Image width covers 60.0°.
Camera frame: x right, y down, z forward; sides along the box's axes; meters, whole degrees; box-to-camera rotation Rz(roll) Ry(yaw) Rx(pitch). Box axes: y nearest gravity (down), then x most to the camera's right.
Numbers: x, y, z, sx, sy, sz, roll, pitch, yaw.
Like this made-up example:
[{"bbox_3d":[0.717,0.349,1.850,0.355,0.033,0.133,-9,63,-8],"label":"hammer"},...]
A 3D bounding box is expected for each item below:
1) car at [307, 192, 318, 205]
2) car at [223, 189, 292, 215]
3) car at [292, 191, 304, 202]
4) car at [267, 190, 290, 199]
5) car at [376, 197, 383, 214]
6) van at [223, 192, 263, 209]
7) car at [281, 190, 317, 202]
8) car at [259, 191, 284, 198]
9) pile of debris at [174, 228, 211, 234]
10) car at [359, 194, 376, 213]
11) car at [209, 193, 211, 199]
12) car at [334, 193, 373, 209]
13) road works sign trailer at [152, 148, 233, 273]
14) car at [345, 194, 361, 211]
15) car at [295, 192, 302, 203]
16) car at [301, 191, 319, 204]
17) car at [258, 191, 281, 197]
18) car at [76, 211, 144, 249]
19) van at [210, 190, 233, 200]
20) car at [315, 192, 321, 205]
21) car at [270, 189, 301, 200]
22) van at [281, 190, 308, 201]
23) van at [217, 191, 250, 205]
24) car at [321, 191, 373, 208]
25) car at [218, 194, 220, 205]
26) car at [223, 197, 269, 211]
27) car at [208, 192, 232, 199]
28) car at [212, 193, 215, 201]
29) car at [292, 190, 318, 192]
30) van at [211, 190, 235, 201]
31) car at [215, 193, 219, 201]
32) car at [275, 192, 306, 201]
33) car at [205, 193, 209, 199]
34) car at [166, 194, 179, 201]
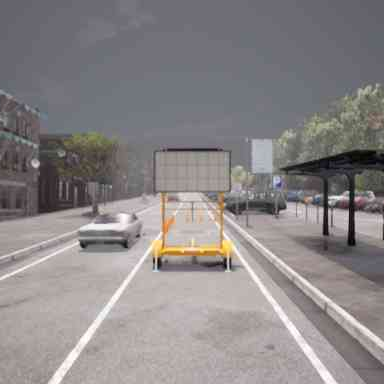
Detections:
[{"bbox_3d":[18.846,1.115,45.019,5.008,1.535,2.097,0,1,0],"label":"car"},{"bbox_3d":[5.745,1.009,30.266,5.566,2.045,2.435,0,1,0],"label":"car"},{"bbox_3d":[18.879,1.039,53.351,4.792,1.488,2.163,0,1,0],"label":"car"},{"bbox_3d":[18.880,0.555,72.777,4.553,1.767,2.185,0,1,0],"label":"car"},{"bbox_3d":[18.883,1.309,28.365,4.792,1.488,2.163,0,1,0],"label":"car"},{"bbox_3d":[5.890,0.952,38.676,4.442,1.987,1.878,0,1,0],"label":"van"},{"bbox_3d":[18.879,0.673,58.897,5.566,2.045,2.435,0,1,0],"label":"car"},{"bbox_3d":[18.663,0.580,78.328,5.366,1.575,1.946,0,1,0],"label":"car"},{"bbox_3d":[0.026,2.065,17.560,1.860,0.140,1.500,0,1,0],"label":"pile of debris"},{"bbox_3d":[18.860,1.253,31.139,4.892,1.521,2.231,0,1,0],"label":"car"},{"bbox_3d":[5.777,0.978,55.503,4.892,1.521,2.231,0,1,0],"label":"car"},{"bbox_3d":[18.858,1.198,36.691,5.008,1.535,2.097,0,1,0],"label":"car"},{"bbox_3d":[0.017,0.421,10.553,2.380,3.560,2.880,0,0,1],"label":"road works sign trailer"},{"bbox_3d":[18.858,1.225,33.915,5.008,1.535,2.097,0,1,0],"label":"car"},{"bbox_3d":[18.822,1.080,50.568,4.792,1.488,2.163,0,1,0],"label":"car"},{"bbox_3d":[19.036,1.080,47.796,5.366,1.575,1.946,0,1,0],"label":"car"},{"bbox_3d":[18.853,0.535,81.105,4.892,1.521,2.231,0,1,0],"label":"car"},{"bbox_3d":[-3.332,1.529,14.317,1.895,1.301,4.718,0,0,0],"label":"car"},{"bbox_3d":[5.886,0.561,66.713,4.442,1.987,1.878,0,1,0],"label":"van"},{"bbox_3d":[18.846,1.145,42.241,4.892,1.521,2.231,0,1,0],"label":"car"},{"bbox_3d":[18.878,0.527,67.223,5.566,2.045,2.435,0,1,0],"label":"car"},{"bbox_3d":[18.967,0.650,61.674,4.442,1.987,1.878,0,1,0],"label":"van"},{"bbox_3d":[5.888,0.865,47.087,4.442,1.987,1.878,0,1,0],"label":"van"},{"bbox_3d":[18.824,0.920,39.464,5.566,2.045,2.435,0,1,0],"label":"car"},{"bbox_3d":[5.588,1.230,33.072,5.366,1.575,1.946,0,1,0],"label":"car"},{"bbox_3d":[5.776,1.246,35.875,4.674,1.452,2.002,0,1,0],"label":"car"},{"bbox_3d":[5.763,0.738,69.521,4.892,1.521,2.231,0,1,0],"label":"car"},{"bbox_3d":[5.801,1.088,49.893,4.792,1.488,2.163,0,1,0],"label":"car"},{"bbox_3d":[18.822,0.717,56.121,5.566,2.045,2.435,0,1,0],"label":"car"},{"bbox_3d":[5.887,0.610,63.911,4.442,1.987,1.878,0,1,0],"label":"van"},{"bbox_3d":[5.767,1.151,41.481,5.008,1.535,2.097,0,1,0],"label":"car"},{"bbox_3d":[19.036,0.824,64.451,5.366,1.575,1.946,0,1,0],"label":"car"},{"bbox_3d":[5.742,0.634,61.107,5.566,2.045,2.435,0,1,0],"label":"car"},{"bbox_3d":[-3.253,1.004,57.276,1.994,1.385,4.181,0,1,0],"label":"car"}]
